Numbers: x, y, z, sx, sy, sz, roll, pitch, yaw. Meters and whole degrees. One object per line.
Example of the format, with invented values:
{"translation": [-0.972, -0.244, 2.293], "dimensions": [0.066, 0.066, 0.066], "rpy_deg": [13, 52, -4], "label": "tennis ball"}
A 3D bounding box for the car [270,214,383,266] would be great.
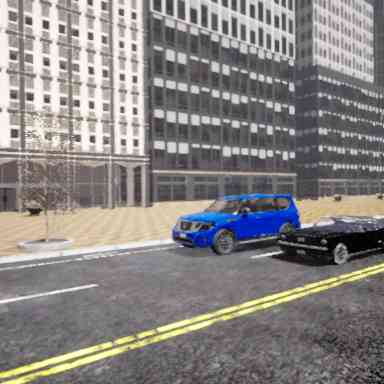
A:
{"translation": [5.073, 1.478, 11.273], "dimensions": [4.718, 1.301, 1.895], "rpy_deg": [-1, 0, -35], "label": "car"}

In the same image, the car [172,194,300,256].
{"translation": [1.934, 1.115, 13.035], "dimensions": [5.566, 2.045, 2.150], "rpy_deg": [-1, 1, -35], "label": "car"}
